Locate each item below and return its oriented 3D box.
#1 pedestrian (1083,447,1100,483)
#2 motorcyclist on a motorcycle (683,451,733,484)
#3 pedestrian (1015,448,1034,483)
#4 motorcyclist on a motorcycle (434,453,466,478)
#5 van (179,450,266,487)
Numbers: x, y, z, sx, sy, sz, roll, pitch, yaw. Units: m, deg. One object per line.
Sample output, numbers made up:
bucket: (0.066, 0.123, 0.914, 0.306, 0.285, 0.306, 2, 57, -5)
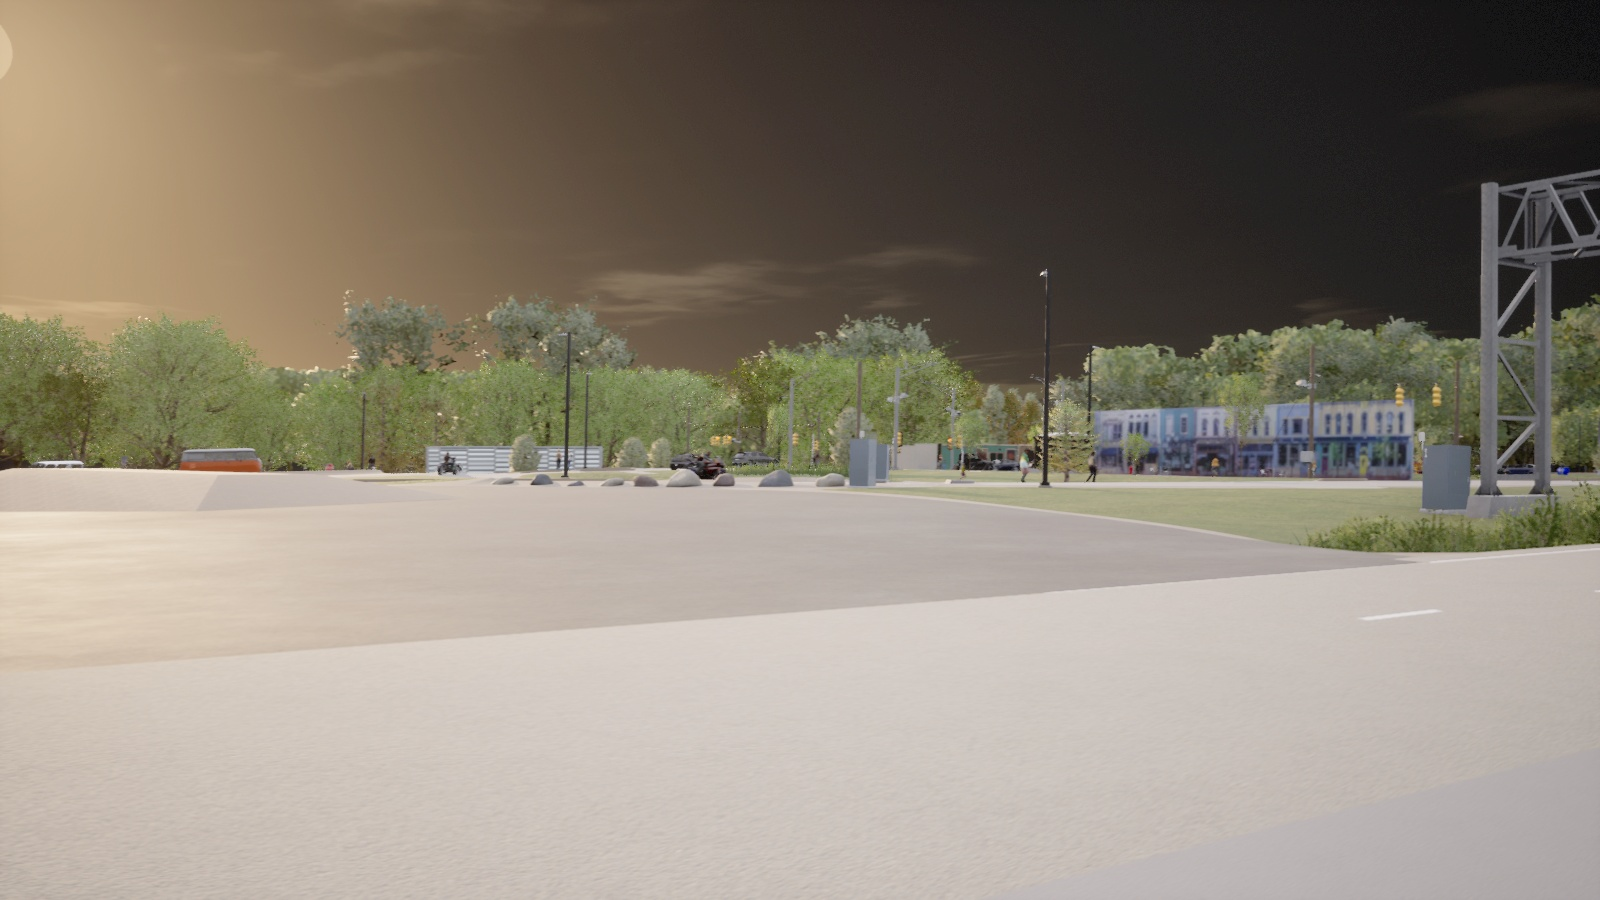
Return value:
pedestrian: (16.254, 0.832, 69.966, 0.788, 1.949, 0.423, 1, -1, -20)
motorcyclist on a motorcycle: (-4.308, 0.812, 58.778, 2.191, 1.530, 0.866, 0, -1, 19)
pedestrian: (12.725, 0.868, 71.187, 0.873, 1.952, 0.659, 1, -1, -13)
motorcyclist on a motorcycle: (-23.837, 1.029, 85.552, 0.766, 1.649, 2.350, 1, 0, 22)
van: (-33.454, 1.055, 72.742, 4.442, 1.987, 1.775, -2, 1, -28)
